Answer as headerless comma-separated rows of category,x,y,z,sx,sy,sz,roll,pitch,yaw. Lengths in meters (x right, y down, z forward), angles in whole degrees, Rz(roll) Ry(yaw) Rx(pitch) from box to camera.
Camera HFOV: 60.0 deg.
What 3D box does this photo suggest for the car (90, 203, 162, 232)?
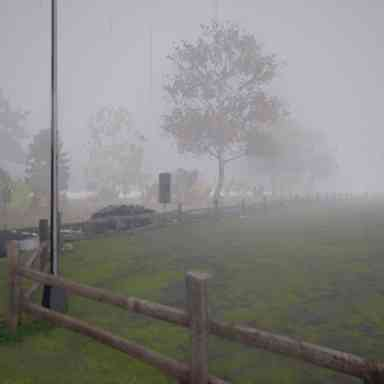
car,-3.582,1.308,18.637,1.994,1.385,4.181,0,1,36
